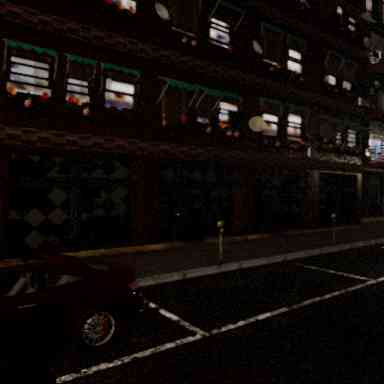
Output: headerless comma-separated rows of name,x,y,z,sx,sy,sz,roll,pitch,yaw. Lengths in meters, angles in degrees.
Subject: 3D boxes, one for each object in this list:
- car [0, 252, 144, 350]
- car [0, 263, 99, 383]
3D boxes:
car,-2.717,1.581,4.673,4.206,1.307,1.802,0,1,-35
car,-3.061,1.502,1.195,4.892,1.490,1.837,0,0,-35
